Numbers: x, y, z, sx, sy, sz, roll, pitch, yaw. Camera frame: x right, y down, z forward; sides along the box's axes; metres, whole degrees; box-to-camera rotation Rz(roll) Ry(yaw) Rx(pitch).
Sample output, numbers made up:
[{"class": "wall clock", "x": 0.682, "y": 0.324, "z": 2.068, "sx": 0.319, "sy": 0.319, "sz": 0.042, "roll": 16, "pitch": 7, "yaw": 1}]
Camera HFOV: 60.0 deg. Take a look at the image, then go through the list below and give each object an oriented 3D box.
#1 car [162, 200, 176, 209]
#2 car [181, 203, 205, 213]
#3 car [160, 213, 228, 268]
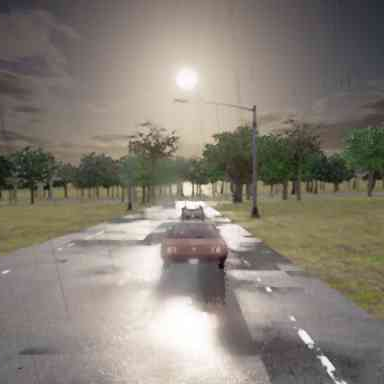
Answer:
[{"class": "car", "x": -3.559, "y": 1.945, "z": 52.330, "sx": 1.994, "sy": 1.385, "sz": 4.181, "roll": 0, "pitch": -1, "yaw": 0}, {"class": "car", "x": 0.075, "y": 1.651, "z": 27.737, "sx": 2.128, "sy": 1.511, "sz": 4.902, "roll": 0, "pitch": 0, "yaw": 0}, {"class": "car", "x": 0.067, "y": 1.622, "z": 11.312, "sx": 1.895, "sy": 1.301, "sz": 4.718, "roll": 0, "pitch": 0, "yaw": 0}]
